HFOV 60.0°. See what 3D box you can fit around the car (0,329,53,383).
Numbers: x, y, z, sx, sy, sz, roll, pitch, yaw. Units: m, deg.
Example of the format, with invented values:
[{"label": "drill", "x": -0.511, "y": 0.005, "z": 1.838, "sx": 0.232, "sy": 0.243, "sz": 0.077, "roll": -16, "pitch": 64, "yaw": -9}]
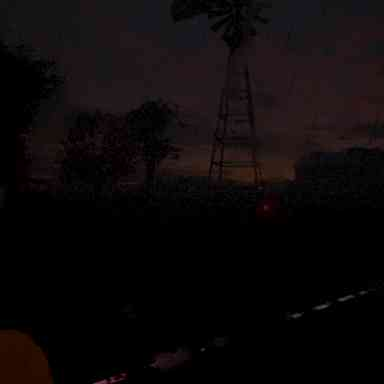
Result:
[{"label": "car", "x": -3.002, "y": 1.487, "z": 0.929, "sx": 5.008, "sy": 1.535, "sz": 1.882, "roll": 0, "pitch": 0, "yaw": -35}]
